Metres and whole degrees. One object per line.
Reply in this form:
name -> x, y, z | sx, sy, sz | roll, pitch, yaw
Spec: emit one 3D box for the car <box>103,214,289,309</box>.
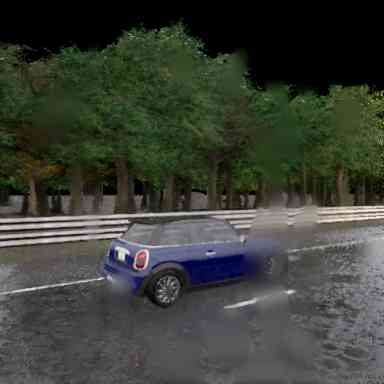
car -> 0.277, 1.368, 8.155 | 4.553, 1.767, 2.097 | 0, 0, -35
